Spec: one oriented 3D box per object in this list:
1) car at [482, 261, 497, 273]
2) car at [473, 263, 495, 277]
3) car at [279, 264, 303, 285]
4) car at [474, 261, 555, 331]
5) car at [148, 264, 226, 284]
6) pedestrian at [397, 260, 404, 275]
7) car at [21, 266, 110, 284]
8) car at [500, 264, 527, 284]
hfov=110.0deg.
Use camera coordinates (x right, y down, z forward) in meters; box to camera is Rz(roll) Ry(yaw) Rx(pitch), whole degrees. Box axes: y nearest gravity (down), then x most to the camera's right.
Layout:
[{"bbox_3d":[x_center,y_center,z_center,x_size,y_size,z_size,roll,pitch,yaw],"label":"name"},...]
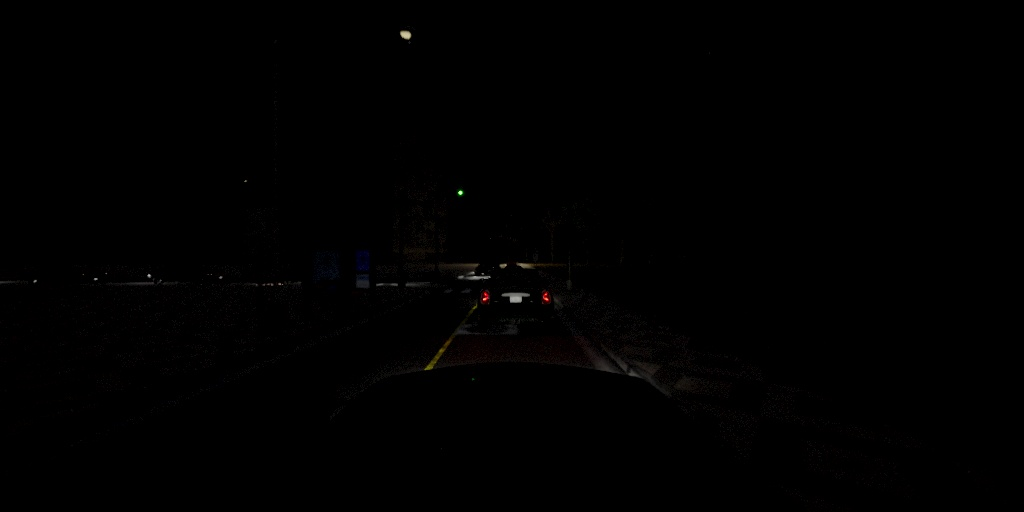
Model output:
[{"bbox_3d":[-3.078,1.491,50.132,1.837,1.490,4.892,0,0,0],"label":"car"},{"bbox_3d":[-3.089,1.490,40.346,2.033,1.411,5.357,0,0,0],"label":"car"},{"bbox_3d":[-14.531,1.345,26.241,4.902,1.511,2.128,0,0,2],"label":"car"},{"bbox_3d":[0.100,1.155,11.405,2.097,1.767,4.553,0,0,0],"label":"car"},{"bbox_3d":[-23.905,1.320,26.482,4.902,1.511,2.128,0,0,1],"label":"car"},{"bbox_3d":[-10.075,0.990,32.363,0.375,1.860,0.375,0,0,1],"label":"pedestrian"},{"bbox_3d":[-33.142,1.405,26.724,4.718,1.301,1.895,0,0,1],"label":"car"},{"bbox_3d":[0.110,1.444,30.296,2.033,1.411,5.357,0,0,0],"label":"car"}]
